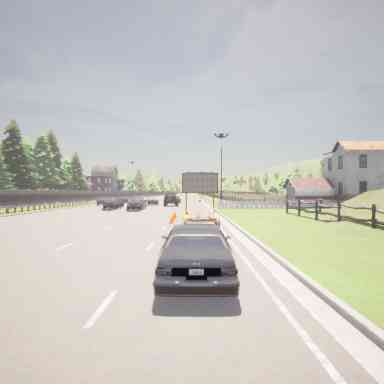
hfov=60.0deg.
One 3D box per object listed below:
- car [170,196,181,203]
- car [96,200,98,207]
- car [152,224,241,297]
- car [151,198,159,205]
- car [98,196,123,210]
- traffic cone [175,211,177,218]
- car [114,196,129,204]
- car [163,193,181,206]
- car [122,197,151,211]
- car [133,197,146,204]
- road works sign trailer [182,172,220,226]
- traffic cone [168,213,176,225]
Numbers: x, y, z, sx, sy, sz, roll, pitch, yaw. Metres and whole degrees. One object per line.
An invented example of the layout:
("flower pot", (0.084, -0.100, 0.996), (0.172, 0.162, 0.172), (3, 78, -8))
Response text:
("car", (-3.308, 1.564, 68.494), (1.994, 1.385, 4.181), (0, 0, 0))
("car", (-13.830, 1.526, 52.789), (1.812, 1.442, 4.674), (0, 0, 0))
("car", (0.109, 1.547, 8.743), (2.033, 1.411, 5.357), (0, 0, 1))
("car", (-6.824, 1.601, 57.532), (1.895, 1.301, 4.718), (0, 0, 0))
("car", (-10.341, 1.547, 44.032), (2.033, 1.411, 5.357), (0, 0, 0))
("traffic cone", (-1.454, 1.955, 25.098), (0.340, 0.580, 0.340), (0, 0, 0))
("car", (-13.812, 1.564, 65.397), (1.994, 1.385, 4.181), (0, 0, 0))
("car", (-3.329, 1.221, 53.279), (2.150, 2.045, 5.566), (0, 0, 0))
("car", (-6.843, 1.547, 41.482), (2.033, 1.411, 5.357), (0, 0, 0))
("car", (-10.313, 1.600, 65.751), (1.895, 1.301, 4.718), (0, 0, 0))
("road works sign trailer", (0.517, 0.464, 22.028), (2.380, 3.560, 2.880), (0, 0, -5))
("traffic cone", (-1.457, 1.955, 23.098), (0.340, 0.580, 0.340), (0, 0, 0))
